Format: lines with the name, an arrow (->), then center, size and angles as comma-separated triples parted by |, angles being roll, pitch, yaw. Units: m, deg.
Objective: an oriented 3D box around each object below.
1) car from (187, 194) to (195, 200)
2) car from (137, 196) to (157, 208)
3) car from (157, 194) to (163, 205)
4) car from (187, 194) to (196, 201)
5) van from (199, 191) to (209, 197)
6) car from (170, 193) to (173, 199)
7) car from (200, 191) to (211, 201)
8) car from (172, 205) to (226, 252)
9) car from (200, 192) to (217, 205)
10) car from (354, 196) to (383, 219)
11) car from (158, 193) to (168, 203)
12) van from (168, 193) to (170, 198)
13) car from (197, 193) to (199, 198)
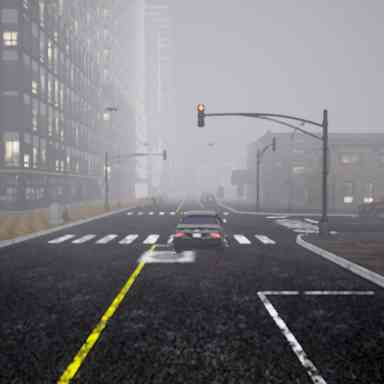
car -> -0.204, 1.104, 79.686 | 1.895, 1.301, 4.718 | 0, 0, 0
car -> -5.946, 1.303, 42.539 | 1.752, 1.417, 4.829 | -1, 0, 0
car -> -5.790, 1.313, 48.353 | 1.947, 1.339, 4.313 | -1, 0, 0
car -> -0.180, 1.159, 70.493 | 2.128, 1.511, 4.902 | 0, 0, 0
van -> 2.539, 1.061, 53.964 | 1.690, 1.788, 3.998 | -1, 0, 0
car -> -5.894, 1.073, 87.692 | 1.752, 1.417, 4.829 | -1, 0, 0
car -> 2.916, 0.844, 74.258 | 2.150, 2.045, 5.566 | 0, 0, 0
car -> 0.388, 1.476, 13.527 | 2.033, 1.411, 5.357 | 0, 0, 5
car -> 2.555, 1.189, 48.320 | 1.967, 1.590, 4.097 | -1, 0, 0
car -> 16.458, 1.277, 28.068 | 5.009, 1.841, 2.192 | 1, 1, 1
car -> -5.820, 1.255, 59.642 | 1.947, 1.339, 4.313 | -1, 0, 0
van -> -5.838, 1.002, 65.285 | 1.690, 1.788, 3.998 | -1, 0, 0
car -> 2.523, 1.006, 59.608 | 2.192, 1.841, 5.009 | -1, 0, 0
